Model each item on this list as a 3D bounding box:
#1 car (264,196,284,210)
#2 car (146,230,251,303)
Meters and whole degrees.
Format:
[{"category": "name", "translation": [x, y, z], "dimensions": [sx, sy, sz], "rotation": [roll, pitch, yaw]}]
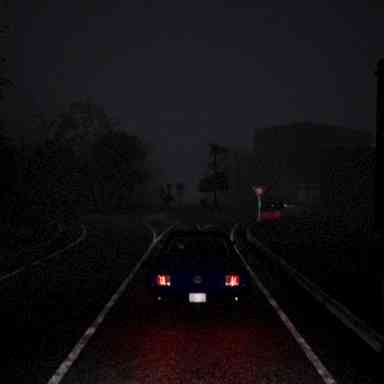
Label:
[{"category": "car", "translation": [9.048, 1.171, 36.653], "dimensions": [2.128, 1.511, 4.902], "rotation": [1, 1, 18]}, {"category": "car", "translation": [0.148, 1.571, 8.098], "dimensions": [1.895, 1.301, 4.718], "rotation": [0, 0, 1]}]
